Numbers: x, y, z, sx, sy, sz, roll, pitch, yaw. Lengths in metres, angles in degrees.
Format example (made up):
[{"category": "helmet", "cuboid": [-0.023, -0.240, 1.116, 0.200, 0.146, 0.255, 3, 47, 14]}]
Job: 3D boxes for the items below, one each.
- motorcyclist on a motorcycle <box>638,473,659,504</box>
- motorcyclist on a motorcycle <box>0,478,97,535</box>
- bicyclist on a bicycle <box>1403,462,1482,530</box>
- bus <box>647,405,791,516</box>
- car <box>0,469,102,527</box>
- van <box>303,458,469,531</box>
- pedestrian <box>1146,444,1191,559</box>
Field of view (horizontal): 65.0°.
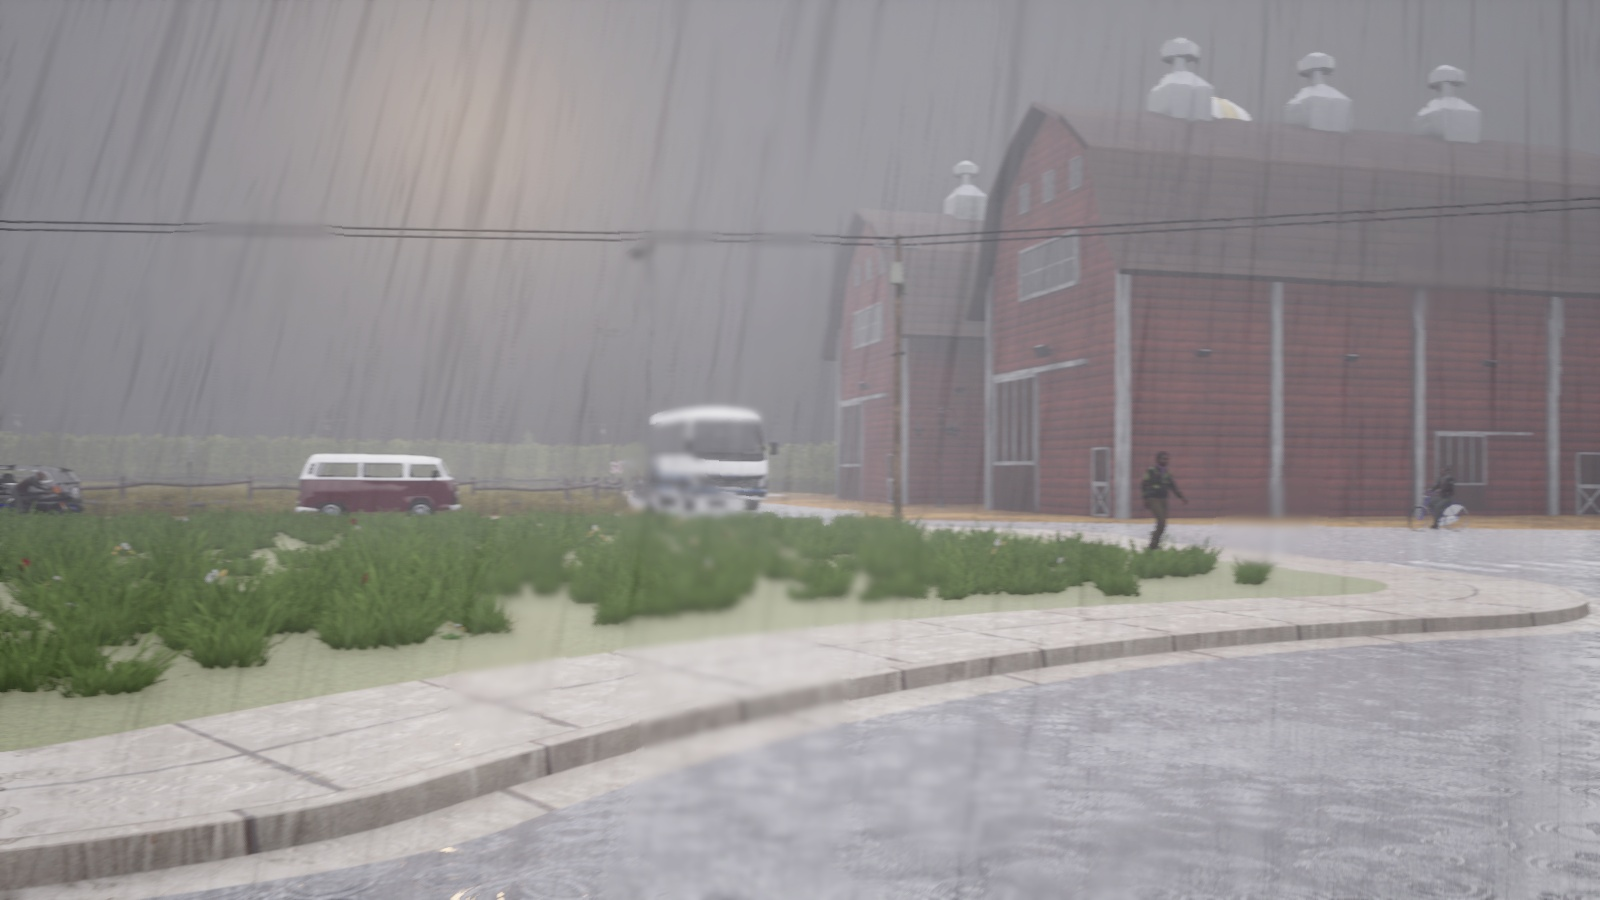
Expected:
[{"category": "motorcyclist on a motorcycle", "cuboid": [-8.325, 2.100, 68.974, 0.766, 1.649, 2.350, 0, -1, -17]}, {"category": "motorcyclist on a motorcycle", "cuboid": [-20.746, 1.552, 34.674, 2.191, 1.530, 0.866, 0, -1, -16]}, {"category": "bicyclist on a bicycle", "cuboid": [17.127, 1.207, 33.494, 1.843, 1.776, 0.659, 0, 1, -12]}, {"category": "bus", "cuboid": [-3.712, 0.473, 53.654, 3.944, 4.253, 10.273, 0, -1, -16]}, {"category": "car", "cuboid": [-23.761, 1.421, 37.563, 4.611, 1.667, 2.242, 0, -1, -13]}, {"category": "van", "cuboid": [-12.034, 1.267, 36.834, 4.480, 2.038, 2.069, 0, -1, -14]}, {"category": "pedestrian", "cuboid": [6.307, 0.874, 21.533, 0.395, 1.930, 0.692, 0, -1, -20]}]
